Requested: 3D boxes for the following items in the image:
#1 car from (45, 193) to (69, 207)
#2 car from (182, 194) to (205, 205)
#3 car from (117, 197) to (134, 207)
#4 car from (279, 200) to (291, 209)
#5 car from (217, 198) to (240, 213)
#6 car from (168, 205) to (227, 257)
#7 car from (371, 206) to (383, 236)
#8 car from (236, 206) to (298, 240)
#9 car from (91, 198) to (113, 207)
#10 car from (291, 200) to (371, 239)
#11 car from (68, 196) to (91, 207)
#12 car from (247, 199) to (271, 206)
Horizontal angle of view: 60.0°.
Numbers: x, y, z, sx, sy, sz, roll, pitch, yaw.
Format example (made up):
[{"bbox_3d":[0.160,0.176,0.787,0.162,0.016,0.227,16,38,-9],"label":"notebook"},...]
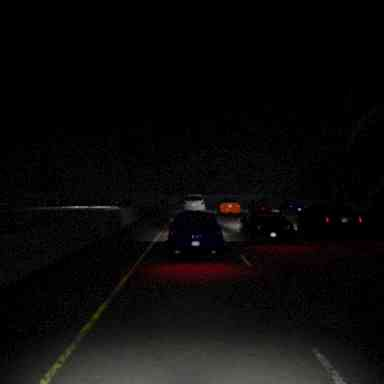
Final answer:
[{"bbox_3d":[-20.970,1.235,52.318,2.150,2.045,5.566,0,0,1],"label":"car"},{"bbox_3d":[0.159,1.236,33.250,2.150,2.045,5.566,0,0,0],"label":"car"},{"bbox_3d":[-10.460,1.496,52.265,1.882,1.535,5.008,0,0,1],"label":"car"},{"bbox_3d":[10.648,1.546,35.272,1.812,1.442,4.674,0,0,0],"label":"car"},{"bbox_3d":[3.659,1.369,33.970,2.097,1.767,4.553,0,0,0],"label":"car"},{"bbox_3d":[0.120,1.483,13.019,1.882,1.535,5.008,0,0,0],"label":"car"},{"bbox_3d":[10.632,1.504,18.489,2.128,1.511,4.902,0,0,0],"label":"car"},{"bbox_3d":[3.629,1.610,17.038,1.895,1.301,4.718,0,0,0],"label":"car"},{"bbox_3d":[-13.952,1.581,52.765,1.994,1.385,4.181,0,0,1],"label":"car"},{"bbox_3d":[7.130,1.363,17.660,2.097,1.767,4.553,0,0,0],"label":"car"},{"bbox_3d":[-17.454,1.579,52.822,1.994,1.385,4.181,0,0,1],"label":"car"},{"bbox_3d":[7.163,1.496,35.808,1.882,1.535,5.008,0,0,0],"label":"car"}]
